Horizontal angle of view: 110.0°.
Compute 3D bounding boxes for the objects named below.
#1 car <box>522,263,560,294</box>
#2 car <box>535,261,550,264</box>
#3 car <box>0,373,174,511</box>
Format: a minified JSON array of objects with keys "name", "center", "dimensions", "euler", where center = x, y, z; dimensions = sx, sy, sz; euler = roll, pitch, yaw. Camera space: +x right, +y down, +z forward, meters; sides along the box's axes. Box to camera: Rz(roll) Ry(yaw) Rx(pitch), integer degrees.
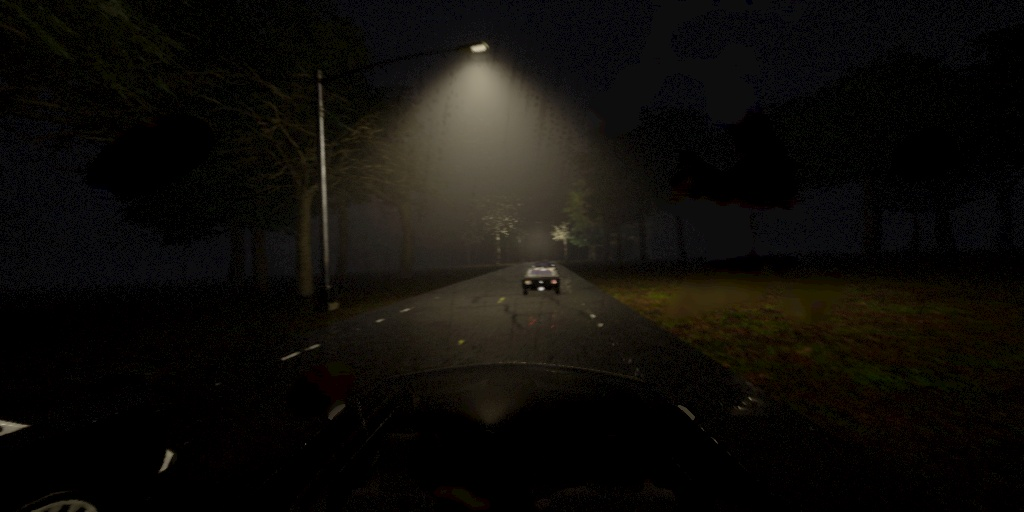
[{"name":"car","center":[1.611,1.277,19.396],"dimensions":[1.895,1.301,4.718],"euler":[-2,0,6]},{"name":"car","center":[2.849,1.172,33.031],"dimensions":[2.033,1.411,5.357],"euler":[-2,0,6]},{"name":"car","center":[-3.736,1.382,0.730],"dimensions":[2.128,1.511,4.902],"euler":[-2,0,5]}]
